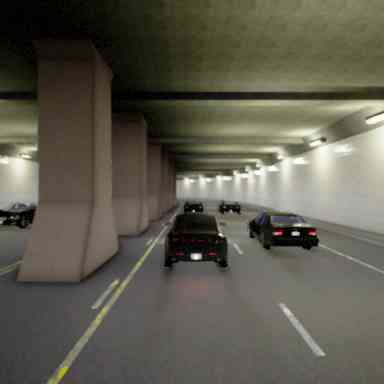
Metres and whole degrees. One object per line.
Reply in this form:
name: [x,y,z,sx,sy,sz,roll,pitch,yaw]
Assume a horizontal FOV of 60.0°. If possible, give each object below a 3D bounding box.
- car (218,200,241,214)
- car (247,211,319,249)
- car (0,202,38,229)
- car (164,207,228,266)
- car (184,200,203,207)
car: [3.663,1.470,33.387,1.895,1.301,4.718,0,0,0]
car: [3.625,1.494,14.133,2.033,1.411,5.357,0,0,0]
car: [-10.539,1.397,20.734,2.128,1.511,4.902,0,0,0]
car: [0.120,1.459,11.284,1.837,1.490,4.892,0,0,0]
car: [0.162,1.466,33.397,1.895,1.301,4.718,0,0,0]
